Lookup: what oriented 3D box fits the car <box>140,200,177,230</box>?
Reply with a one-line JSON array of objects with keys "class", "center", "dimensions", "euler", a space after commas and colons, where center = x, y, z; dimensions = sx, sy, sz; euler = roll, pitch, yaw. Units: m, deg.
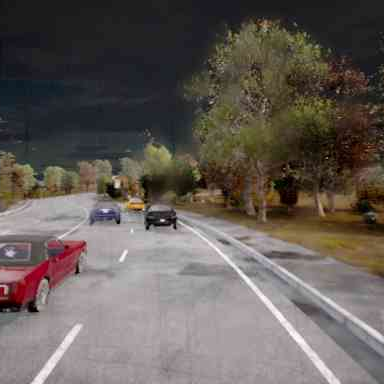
[{"class": "car", "center": [-2.151, 1.488, 21.588], "dimensions": [1.882, 1.535, 5.008], "euler": [0, 0, -11]}]

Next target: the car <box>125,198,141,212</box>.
[{"class": "car", "center": [-6.819, 1.503, 39.374], "dimensions": [1.882, 1.535, 5.008], "euler": [0, 0, -18]}]

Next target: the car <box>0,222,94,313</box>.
[{"class": "car", "center": [-3.802, 1.614, 7.551], "dimensions": [1.895, 1.301, 4.718], "euler": [0, 0, -4]}]

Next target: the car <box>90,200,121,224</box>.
[{"class": "car", "center": [-6.441, 1.372, 25.053], "dimensions": [2.097, 1.767, 4.553], "euler": [0, 0, -12]}]
